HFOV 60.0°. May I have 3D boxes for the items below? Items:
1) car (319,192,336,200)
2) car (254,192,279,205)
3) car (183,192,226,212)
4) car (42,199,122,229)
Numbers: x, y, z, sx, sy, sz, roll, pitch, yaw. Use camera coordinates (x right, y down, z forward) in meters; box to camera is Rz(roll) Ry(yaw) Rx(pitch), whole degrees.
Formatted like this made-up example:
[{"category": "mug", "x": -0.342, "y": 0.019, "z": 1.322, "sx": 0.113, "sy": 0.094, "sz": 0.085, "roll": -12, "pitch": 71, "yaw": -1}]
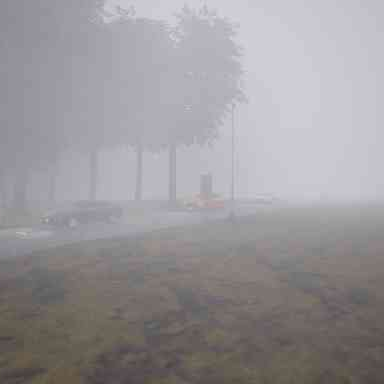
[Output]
[{"category": "car", "x": 22.577, "y": 0.671, "z": 55.255, "sx": 1.895, "sy": 1.301, "sz": 4.718, "roll": 1, "pitch": 1, "yaw": 35}, {"category": "car", "x": 9.453, "y": 0.786, "z": 41.852, "sx": 1.812, "sy": 1.442, "sz": 4.674, "roll": 1, "pitch": 1, "yaw": 36}, {"category": "car", "x": 1.190, "y": 0.829, "z": 30.288, "sx": 2.097, "sy": 1.767, "sz": 4.553, "roll": 1, "pitch": 2, "yaw": 35}, {"category": "car", "x": -6.341, "y": 1.209, "z": 19.721, "sx": 1.837, "sy": 1.490, "sz": 4.892, "roll": 1, "pitch": 2, "yaw": 36}]
